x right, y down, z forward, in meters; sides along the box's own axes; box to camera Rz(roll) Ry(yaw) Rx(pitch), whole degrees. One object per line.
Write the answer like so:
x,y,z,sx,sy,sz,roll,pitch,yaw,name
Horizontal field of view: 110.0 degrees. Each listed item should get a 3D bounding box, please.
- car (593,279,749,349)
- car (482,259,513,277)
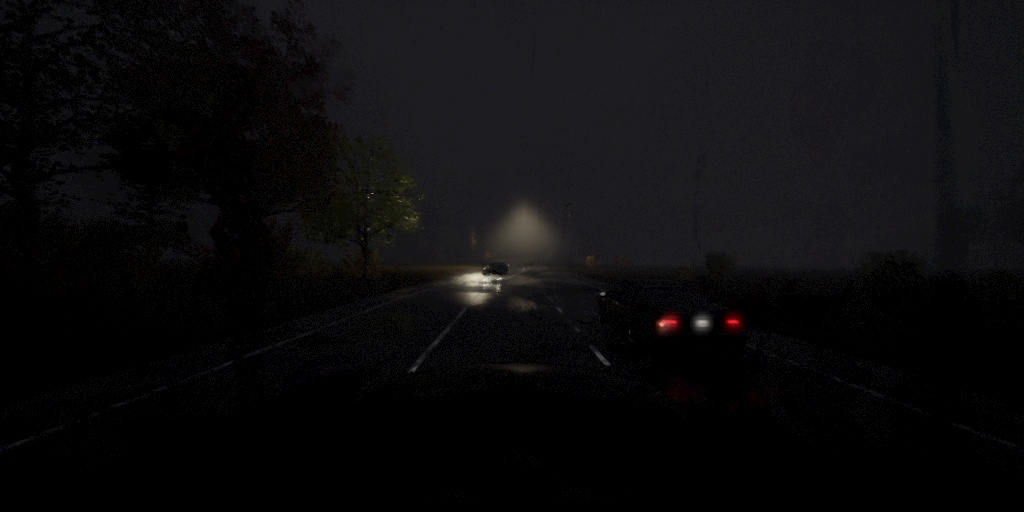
3.500,1.287,9.102,2.033,1.411,5.357,0,0,0,car
-1.508,1.249,35.206,2.033,1.411,5.357,0,0,8,car
